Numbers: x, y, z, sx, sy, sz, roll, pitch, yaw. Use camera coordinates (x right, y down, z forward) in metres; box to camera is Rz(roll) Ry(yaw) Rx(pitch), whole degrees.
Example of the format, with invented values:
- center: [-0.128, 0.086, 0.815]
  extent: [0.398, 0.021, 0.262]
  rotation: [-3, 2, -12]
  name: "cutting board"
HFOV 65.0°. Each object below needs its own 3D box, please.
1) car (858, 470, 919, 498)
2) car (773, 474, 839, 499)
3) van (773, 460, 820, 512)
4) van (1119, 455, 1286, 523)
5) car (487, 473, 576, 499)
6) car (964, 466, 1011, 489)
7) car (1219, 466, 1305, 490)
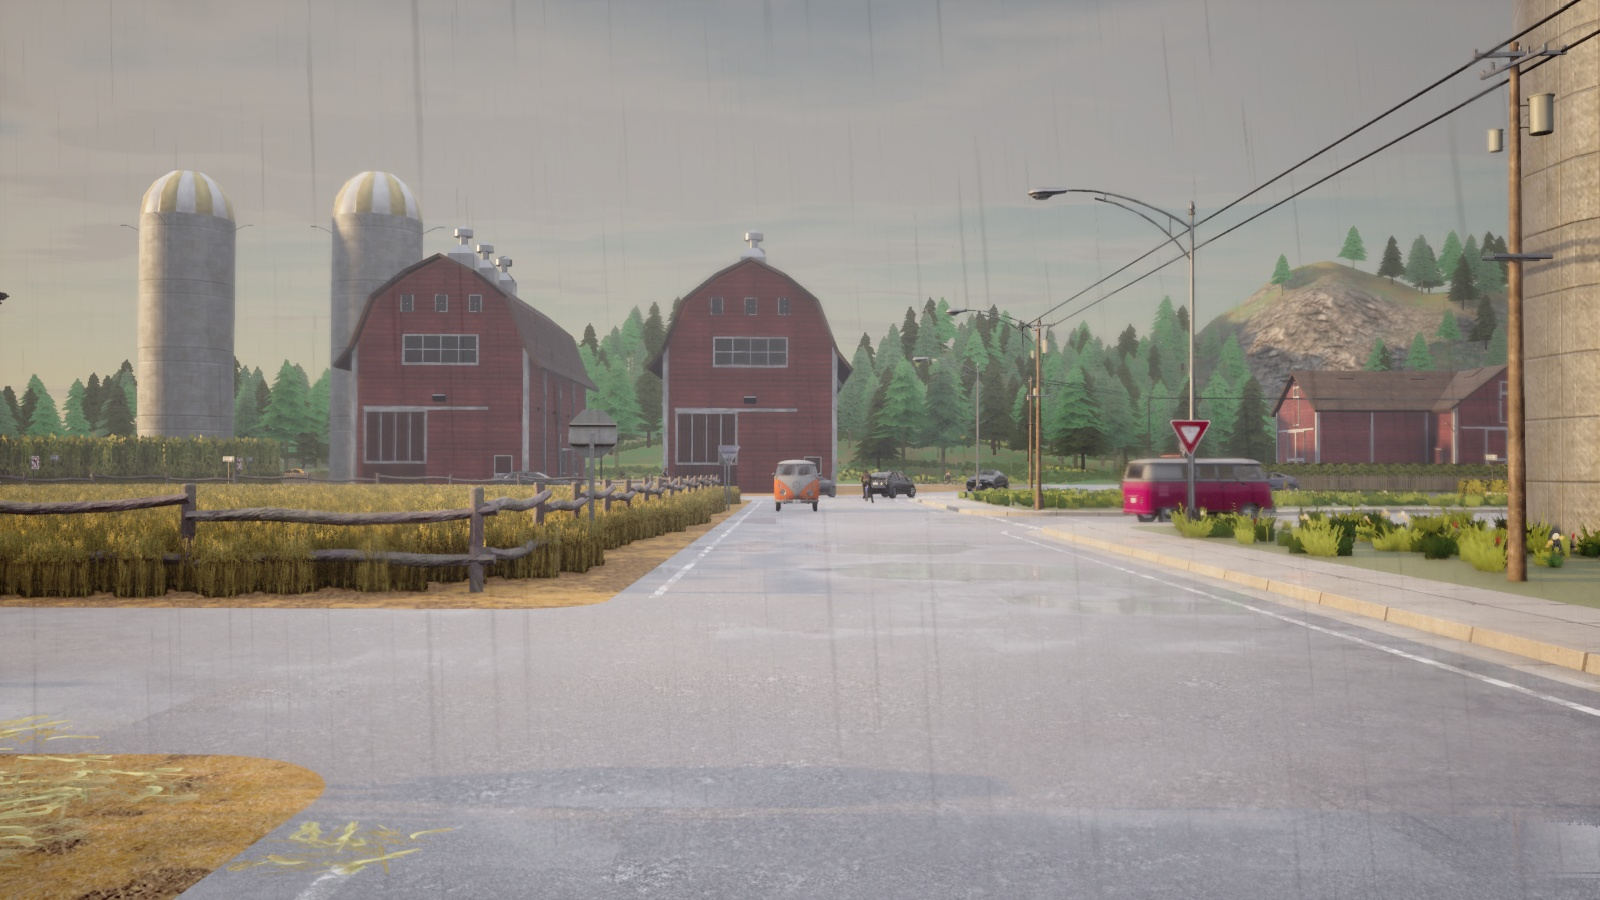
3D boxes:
- center: [5.197, 1.937, 72.884]
  extent: [2.007, 1.525, 4.514]
  rotation: [-1, -1, 26]
  name: "car"
- center: [0.374, 2.077, 72.360]
  extent: [1.994, 1.385, 4.181]
  rotation: [-1, -1, 30]
  name: "car"
- center: [-0.120, 1.403, 49.859]
  extent: [1.775, 1.987, 4.442]
  rotation: [0, -1, 0]
  name: "van"
- center: [12.039, 1.151, 37.705]
  extent: [4.442, 1.987, 1.775]
  rotation: [0, -1, -9]
  name: "van"
- center: [-15.689, 2.115, 73.613]
  extent: [4.892, 1.490, 1.837]
  rotation: [0, -1, -3]
  name: "car"
- center: [13.817, 1.983, 92.249]
  extent: [2.152, 1.651, 5.027]
  rotation: [-1, -1, 24]
  name: "car"
- center: [31.284, 1.895, 85.184]
  extent: [5.027, 1.651, 2.152]
  rotation: [0, -1, 0]
  name: "car"
